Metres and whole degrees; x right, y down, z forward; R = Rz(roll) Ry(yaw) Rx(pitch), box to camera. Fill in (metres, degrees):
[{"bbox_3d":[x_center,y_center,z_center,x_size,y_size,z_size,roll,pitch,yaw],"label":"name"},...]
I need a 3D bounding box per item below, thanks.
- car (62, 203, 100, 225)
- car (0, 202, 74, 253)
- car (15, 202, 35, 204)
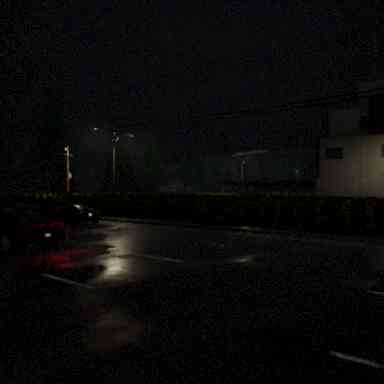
[{"bbox_3d":[-8.244,1.431,22.769,4.181,1.385,1.994,0,0,35],"label":"car"},{"bbox_3d":[-7.212,1.387,13.435,5.008,1.535,1.882,0,0,35],"label":"car"},{"bbox_3d":[-10.539,1.343,20.107,5.008,1.535,1.882,0,0,35],"label":"car"}]
